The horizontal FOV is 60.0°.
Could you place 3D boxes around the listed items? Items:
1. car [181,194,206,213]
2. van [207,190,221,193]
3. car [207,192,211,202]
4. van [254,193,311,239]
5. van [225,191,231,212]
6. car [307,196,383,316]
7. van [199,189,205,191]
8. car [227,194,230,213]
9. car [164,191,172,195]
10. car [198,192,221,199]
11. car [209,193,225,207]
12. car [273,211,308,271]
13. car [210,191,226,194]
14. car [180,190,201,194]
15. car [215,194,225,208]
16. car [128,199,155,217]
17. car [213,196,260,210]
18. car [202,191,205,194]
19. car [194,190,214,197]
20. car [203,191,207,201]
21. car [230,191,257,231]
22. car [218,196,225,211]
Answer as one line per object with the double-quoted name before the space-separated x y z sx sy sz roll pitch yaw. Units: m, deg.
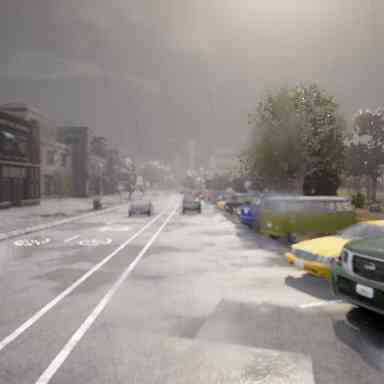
"car" -0.023 1.278 33.111 2.128 1.511 4.902 0 0 0
"van" 5.058 0.857 50.611 4.442 1.987 1.878 0 0 -22
"car" 5.018 1.158 47.595 4.674 1.452 2.002 0 1 -21
"van" 5.355 1.181 15.015 4.442 1.987 1.878 1 0 -20
"van" 5.313 1.100 26.858 4.442 1.987 1.878 1 0 -20
"car" 5.255 1.200 6.074 5.566 2.045 2.435 1 1 -20
"van" 4.185 0.610 68.285 4.442 1.987 1.878 0 1 -23
"car" 5.246 1.222 23.860 4.553 1.767 2.185 1 1 -20
"car" -5.773 0.498 78.603 1.812 1.442 4.674 0 1 -3
"car" 3.975 0.793 74.270 4.674 1.452 2.002 0 1 -23
"car" 5.000 1.243 35.644 5.366 1.575 1.946 1 1 -20
"car" 5.103 1.432 8.972 5.366 1.575 1.946 1 1 -20
"car" 5.090 1.060 41.643 4.553 1.767 2.185 1 0 -21
"car" -0.256 0.998 46.632 2.097 1.767 4.553 0 1 -1
"car" 5.361 1.273 32.804 5.366 1.575 1.946 1 0 -20
"car" -4.330 1.352 28.983 1.812 1.442 4.674 0 0 0
"car" 5.158 1.219 38.682 4.892 1.521 2.231 1 1 -21
"car" 4.950 1.003 56.575 5.366 1.575 1.946 0 1 -22
"car" 3.172 0.473 86.117 4.553 1.767 2.185 0 0 -24
"car" 4.862 1.044 53.537 5.008 1.535 2.097 0 1 -22
"car" 5.268 1.137 17.941 5.566 2.045 2.435 1 0 -20
"car" 5.222 1.330 29.789 4.792 1.488 2.163 1 0 -20
